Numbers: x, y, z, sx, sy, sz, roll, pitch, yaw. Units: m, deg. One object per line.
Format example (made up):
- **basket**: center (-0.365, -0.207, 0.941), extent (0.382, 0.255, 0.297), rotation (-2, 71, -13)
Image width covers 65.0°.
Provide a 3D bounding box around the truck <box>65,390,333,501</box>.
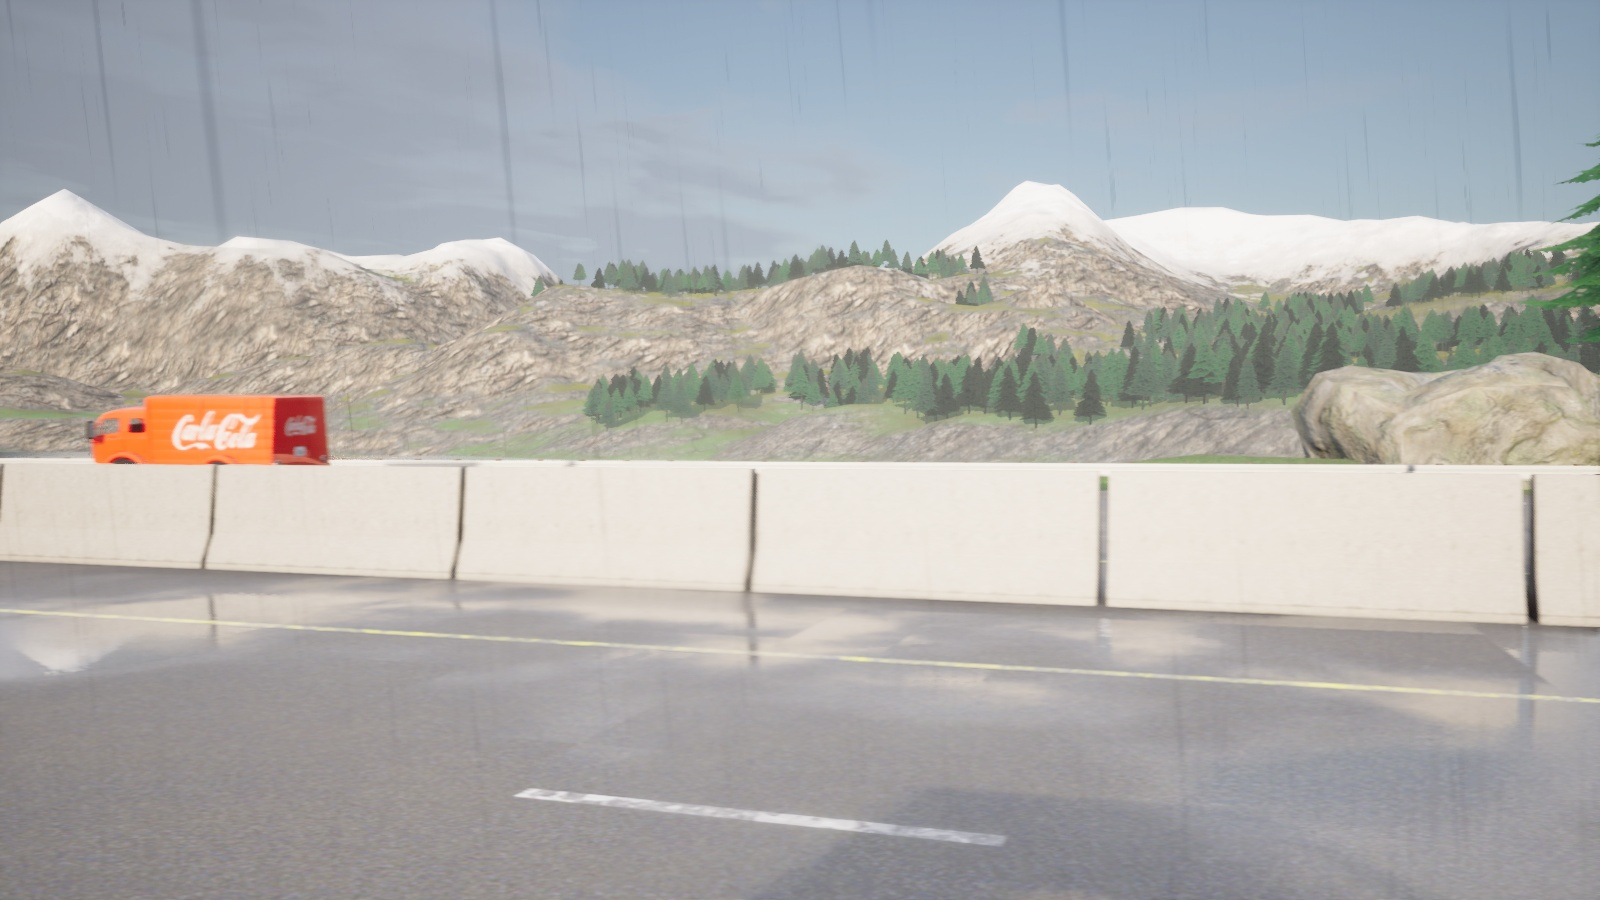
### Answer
- **truck**: center (-14.318, -0.194, 30.084), extent (5.204, 2.467, 2.627), rotation (1, 3, 12)
